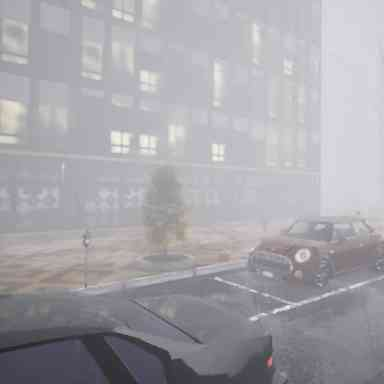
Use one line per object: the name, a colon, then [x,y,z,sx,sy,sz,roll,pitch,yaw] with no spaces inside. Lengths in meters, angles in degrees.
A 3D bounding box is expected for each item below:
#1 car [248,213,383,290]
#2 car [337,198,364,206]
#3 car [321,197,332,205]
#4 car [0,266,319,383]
car: [3.417,1.407,8.982,4.097,1.590,1.967,0,1,-35]
car: [26.187,1.572,55.171,1.802,1.307,4.206,0,-1,-35]
car: [22.914,1.565,59.802,1.887,1.381,4.507,0,-1,-35]
car: [-1.687,1.548,2.175,5.357,1.411,2.033,0,0,-36]
